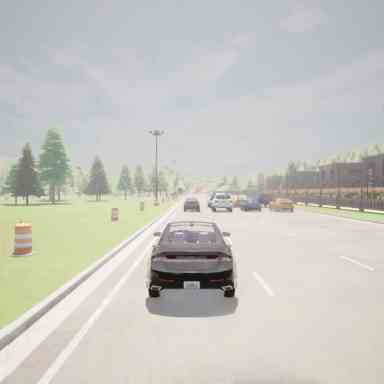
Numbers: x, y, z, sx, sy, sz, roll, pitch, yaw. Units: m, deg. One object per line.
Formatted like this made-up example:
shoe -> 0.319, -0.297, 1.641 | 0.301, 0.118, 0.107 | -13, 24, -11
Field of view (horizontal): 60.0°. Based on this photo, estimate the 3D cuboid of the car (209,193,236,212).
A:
car -> 3.475, 1.221, 39.176 | 2.150, 2.045, 5.566 | 0, 0, 0

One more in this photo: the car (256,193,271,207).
car -> 10.469, 1.221, 49.600 | 2.150, 2.045, 5.566 | 0, 0, 0

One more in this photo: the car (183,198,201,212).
car -> -0.024, 1.491, 39.144 | 2.128, 1.511, 4.902 | 0, 0, 0

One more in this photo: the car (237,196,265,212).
car -> 6.975, 1.564, 39.565 | 1.994, 1.385, 4.181 | 0, 0, 0

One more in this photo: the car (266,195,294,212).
car -> 10.476, 1.478, 39.150 | 1.882, 1.535, 5.008 | 0, 0, 0

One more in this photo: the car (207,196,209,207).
car -> 3.469, 1.221, 49.596 | 2.150, 2.045, 5.566 | 0, 0, 0

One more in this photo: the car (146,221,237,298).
car -> -0.006, 1.492, 8.531 | 2.128, 1.511, 4.902 | 0, 0, 0

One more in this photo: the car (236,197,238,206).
car -> 6.969, 1.478, 49.568 | 1.882, 1.535, 5.008 | 0, 0, 0

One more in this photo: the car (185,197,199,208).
car -> -0.031, 1.547, 49.564 | 2.033, 1.411, 5.357 | 0, 0, 0
